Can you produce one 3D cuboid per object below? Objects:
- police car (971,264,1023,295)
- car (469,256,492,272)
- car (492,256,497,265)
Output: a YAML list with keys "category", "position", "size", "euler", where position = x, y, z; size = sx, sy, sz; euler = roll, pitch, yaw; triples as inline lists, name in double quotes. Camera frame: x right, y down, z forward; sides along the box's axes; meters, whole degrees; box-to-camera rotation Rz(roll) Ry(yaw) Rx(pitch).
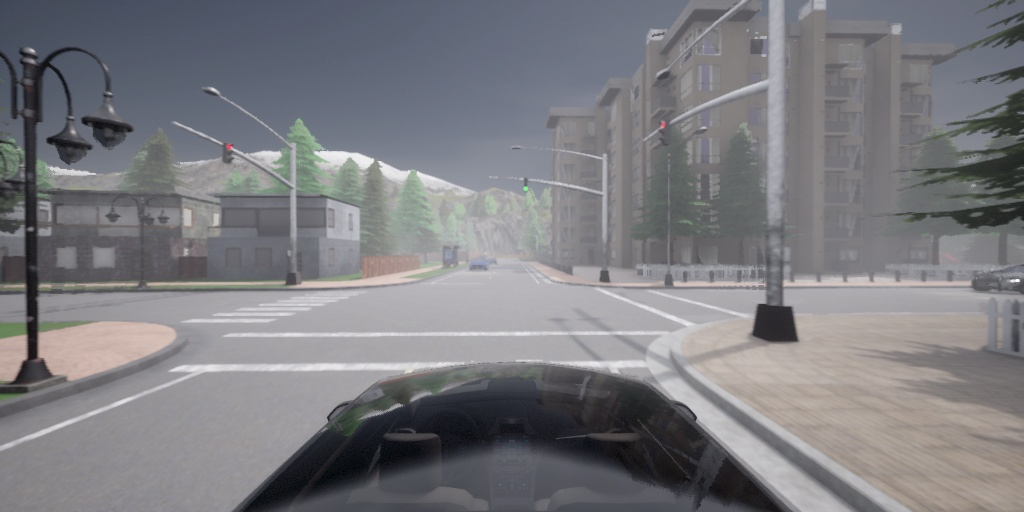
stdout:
- category: "police car"
  position: [25.725, 1.121, 17.671]
  size: [4.974, 1.542, 2.038]
  euler: [0, 1, -2]
- category: "car"
  position: [-3.577, 0.868, 39.539]
  size: [1.882, 1.535, 5.008]
  euler: [0, 1, 0]
- category: "car"
  position: [-3.493, 0.717, 60.635]
  size: [1.812, 1.442, 4.674]
  euler: [0, 0, 0]
